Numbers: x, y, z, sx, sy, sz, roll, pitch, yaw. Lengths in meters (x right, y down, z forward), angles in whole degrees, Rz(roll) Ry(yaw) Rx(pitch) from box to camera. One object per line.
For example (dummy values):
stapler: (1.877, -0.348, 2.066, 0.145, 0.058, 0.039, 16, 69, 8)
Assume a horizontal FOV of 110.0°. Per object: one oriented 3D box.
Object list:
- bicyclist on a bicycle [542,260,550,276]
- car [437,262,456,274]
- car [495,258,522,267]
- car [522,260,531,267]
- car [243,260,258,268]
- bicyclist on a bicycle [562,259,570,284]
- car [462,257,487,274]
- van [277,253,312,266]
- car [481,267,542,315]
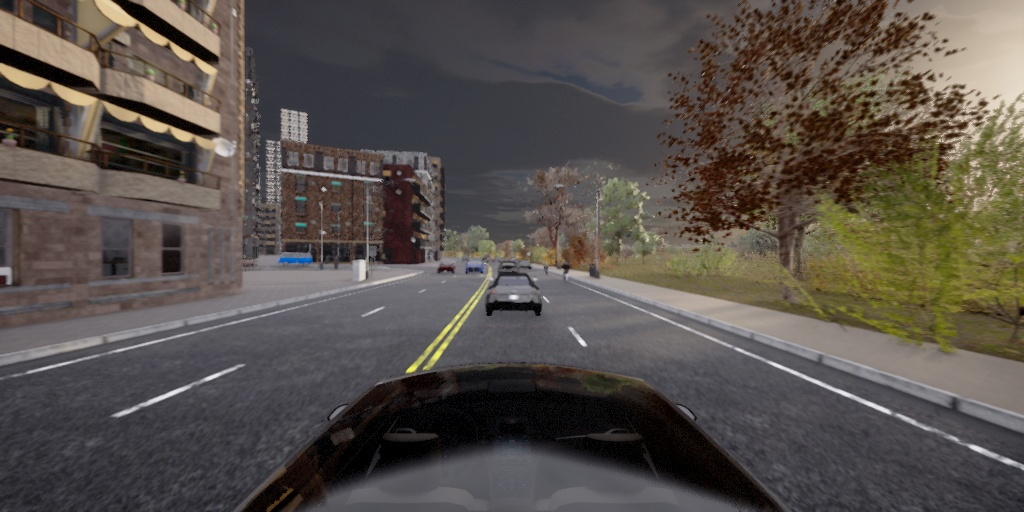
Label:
bicyclist on a bicycle: (3.461, 1.164, 36.409, 0.866, 1.612, 1.509, 0, 0, -2)
car: (-7.342, 1.277, 40.475, 1.895, 1.301, 4.718, 0, 0, -6)
car: (-0.385, 1.222, 32.001, 1.837, 1.490, 4.892, 0, 0, -2)
car: (1.712, 1.259, 53.936, 1.994, 1.385, 4.181, 0, 0, -4)
car: (-29.384, 0.695, 37.891, 4.207, 1.307, 1.802, 0, 0, -32)
bicyclist on a bicycle: (3.864, 1.114, 25.842, 0.659, 1.776, 1.843, 0, 0, -1)
car: (-4.048, 1.169, 39.404, 1.882, 1.535, 5.008, 0, 0, -2)
van: (-28.983, 0.466, 48.039, 3.998, 1.789, 1.690, 0, 0, -32)
car: (0.041, 1.304, 13.644, 1.994, 1.385, 4.181, 0, 0, -1)
